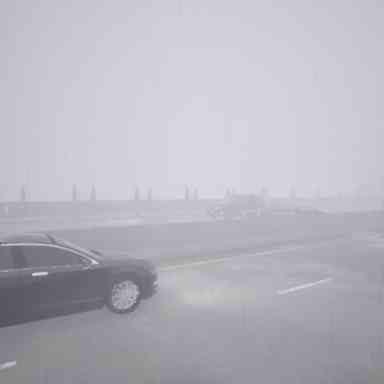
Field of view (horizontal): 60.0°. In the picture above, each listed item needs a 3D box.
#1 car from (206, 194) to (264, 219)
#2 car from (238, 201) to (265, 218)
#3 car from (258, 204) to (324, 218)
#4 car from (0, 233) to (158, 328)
[{"bbox_3d":[3.843,1.224,28.226,5.566,2.045,2.150,0,0,-35],"label":"car"},{"bbox_3d":[6.088,1.604,25.529,4.718,1.301,1.895,0,0,-35],"label":"car"},{"bbox_3d":[6.847,1.603,21.772,4.718,1.301,1.895,0,0,-35],"label":"car"},{"bbox_3d":[-2.945,1.505,5.944,4.892,1.490,1.837,0,0,-35],"label":"car"}]
